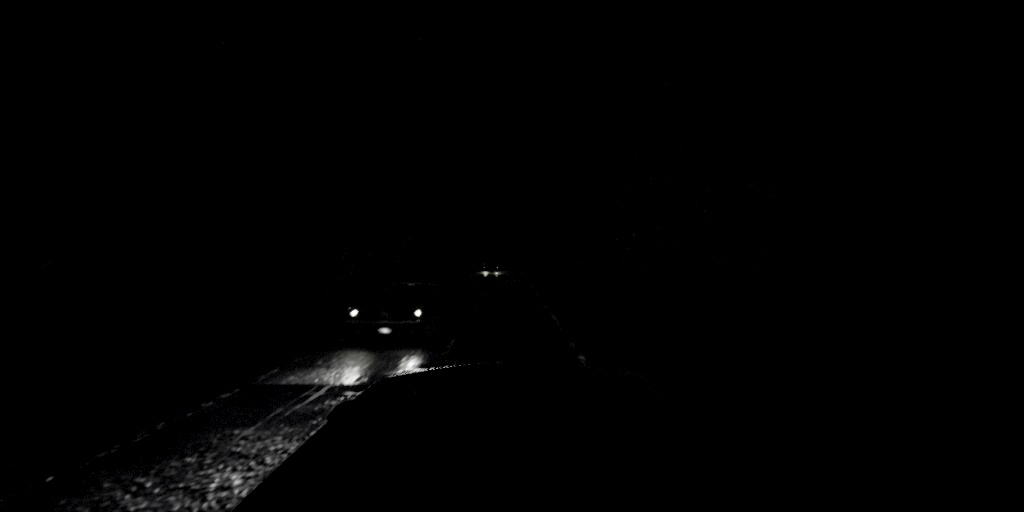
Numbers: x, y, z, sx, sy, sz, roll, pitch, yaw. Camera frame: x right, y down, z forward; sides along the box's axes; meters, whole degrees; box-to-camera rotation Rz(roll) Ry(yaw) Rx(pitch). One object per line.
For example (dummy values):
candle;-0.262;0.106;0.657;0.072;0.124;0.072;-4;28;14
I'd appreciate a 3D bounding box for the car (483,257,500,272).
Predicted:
car;-2.925;1.131;51.463;2.150;2.045;5.566;0;0;-1

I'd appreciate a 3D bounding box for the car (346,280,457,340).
car;-2.839;1.378;10.249;1.895;1.301;4.718;0;0;0
